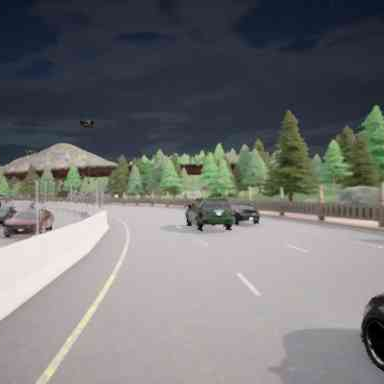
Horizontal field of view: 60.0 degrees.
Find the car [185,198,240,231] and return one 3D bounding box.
[{"bbox_3d":[1.034,1.389,22.148,2.150,2.045,5.566,0,0,-12],"label":"car"}]

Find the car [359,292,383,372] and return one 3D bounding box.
[{"bbox_3d":[3.399,1.564,3.030,1.994,1.385,4.181,0,0,-2],"label":"car"}]

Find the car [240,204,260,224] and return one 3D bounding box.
[{"bbox_3d":[3.651,1.685,26.071,1.837,1.490,4.892,0,-1,-14],"label":"car"}]
